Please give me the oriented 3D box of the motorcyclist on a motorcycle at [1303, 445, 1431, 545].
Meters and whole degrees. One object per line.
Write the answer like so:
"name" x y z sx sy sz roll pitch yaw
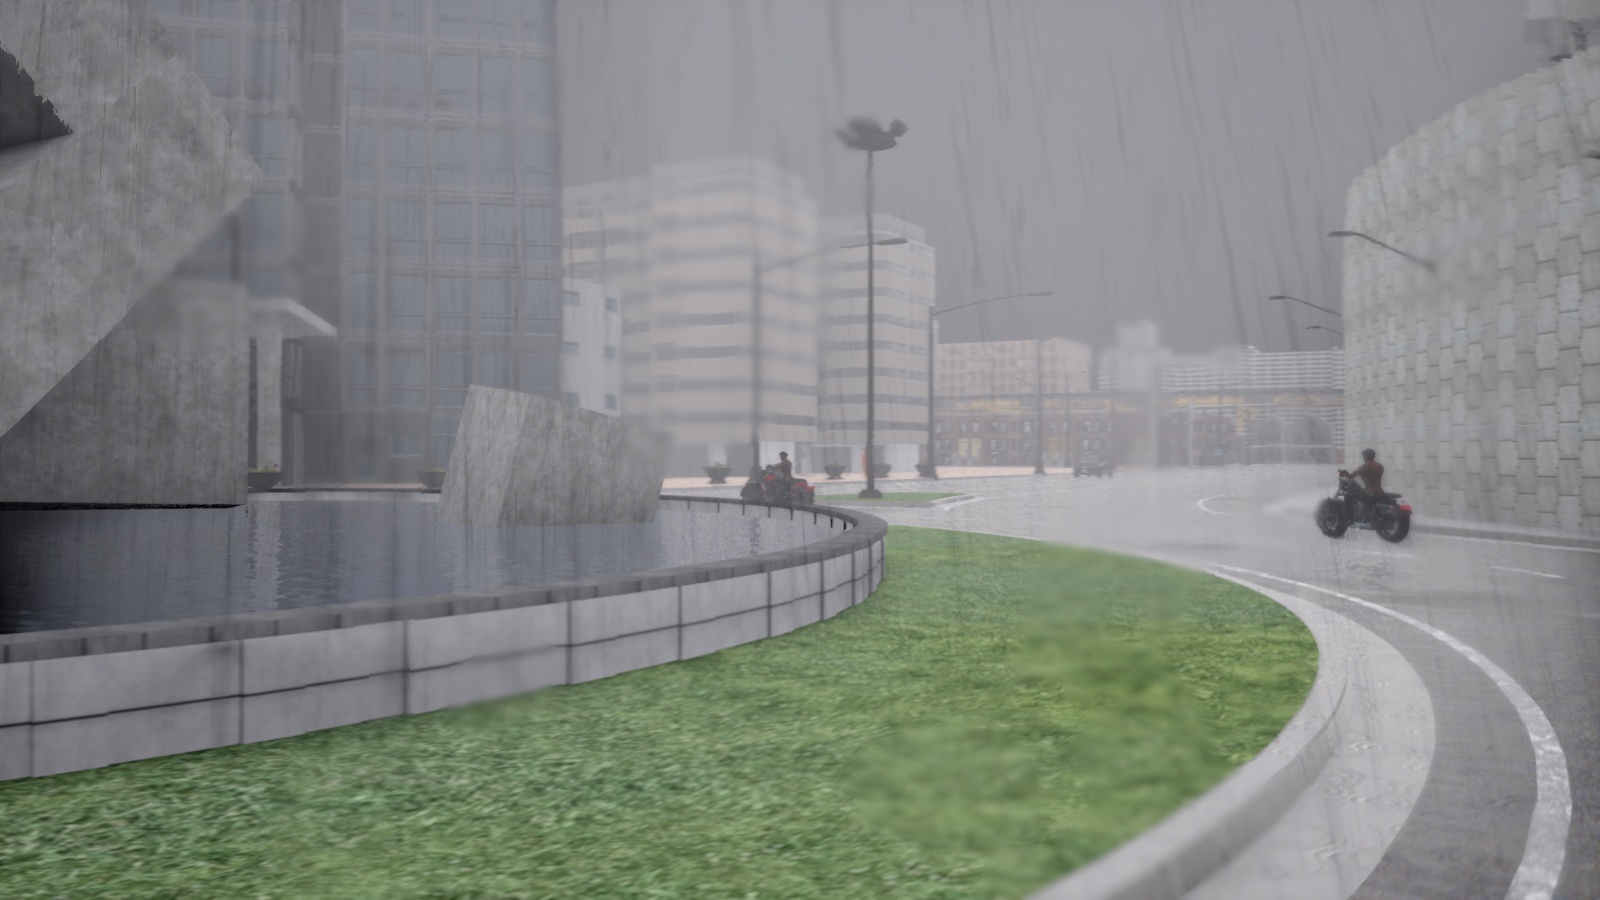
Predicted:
"motorcyclist on a motorcycle" 9.846 0.755 21.926 0.766 1.649 2.350 0 0 -13

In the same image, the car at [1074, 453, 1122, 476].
"car" 20.623 0.987 86.807 2.007 1.525 4.514 0 0 30

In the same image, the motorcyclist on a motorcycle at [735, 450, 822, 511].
"motorcyclist on a motorcycle" -0.613 0.845 35.009 2.350 1.649 0.766 -1 0 32
